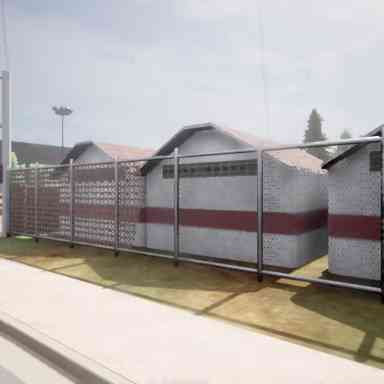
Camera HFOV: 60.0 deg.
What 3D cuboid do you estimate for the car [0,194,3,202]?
[{"bbox_3d":[-22.535,1.222,39.964,2.150,2.045,5.566,0,0,37],"label":"car"}]
